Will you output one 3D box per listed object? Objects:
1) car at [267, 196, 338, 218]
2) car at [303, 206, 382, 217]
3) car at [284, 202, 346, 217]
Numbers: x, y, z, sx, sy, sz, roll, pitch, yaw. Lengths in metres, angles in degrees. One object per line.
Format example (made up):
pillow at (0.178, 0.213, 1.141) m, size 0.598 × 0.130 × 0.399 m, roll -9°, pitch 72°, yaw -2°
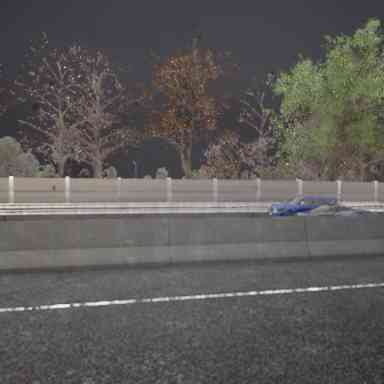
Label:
car at (8.546, 1.298, 25.253) m, size 5.566 × 2.045 × 2.150 m, roll 0°, pitch 0°, yaw -12°
car at (8.636, 1.624, 18.107) m, size 4.181 × 1.385 × 1.994 m, roll 0°, pitch 0°, yaw -12°
car at (8.896, 1.574, 21.747) m, size 4.892 × 1.490 × 1.837 m, roll 0°, pitch 0°, yaw -12°
